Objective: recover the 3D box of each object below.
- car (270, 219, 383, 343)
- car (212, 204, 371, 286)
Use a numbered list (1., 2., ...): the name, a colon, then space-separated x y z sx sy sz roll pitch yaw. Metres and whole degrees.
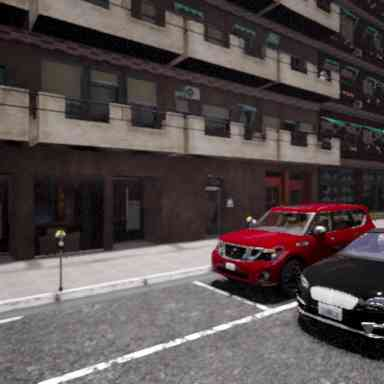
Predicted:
1. car: 3.991 1.443 6.206 4.902 1.511 2.128 0 0 -35
2. car: 2.874 1.262 8.608 5.009 1.841 2.192 -1 1 -36
